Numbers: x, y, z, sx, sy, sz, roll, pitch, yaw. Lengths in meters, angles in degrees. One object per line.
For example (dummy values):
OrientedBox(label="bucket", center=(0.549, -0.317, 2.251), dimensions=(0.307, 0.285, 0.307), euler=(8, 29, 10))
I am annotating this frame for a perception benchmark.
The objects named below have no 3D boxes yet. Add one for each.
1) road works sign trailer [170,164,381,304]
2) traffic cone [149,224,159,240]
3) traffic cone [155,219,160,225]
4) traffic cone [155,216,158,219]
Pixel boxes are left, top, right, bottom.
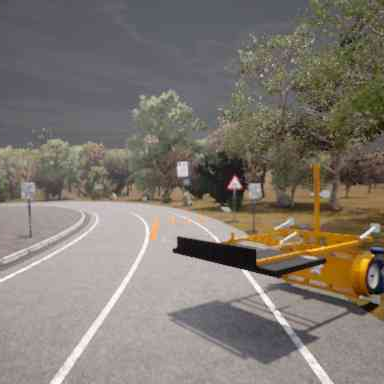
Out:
OrientedBox(label="road works sign trailer", center=(1.699, 0.844, 6.426), dimensions=(3.560, 2.880, 2.380), euler=(-1, 0, -38))
OrientedBox(label="traffic cone", center=(-1.836, 1.916, 15.505), dimensions=(0.340, 0.580, 0.340), euler=(-1, 1, -4))
OrientedBox(label="traffic cone", center=(-1.980, 1.879, 17.500), dimensions=(0.340, 0.580, 0.340), euler=(-1, 1, -4))
OrientedBox(label="traffic cone", center=(-2.127, 1.841, 19.493), dimensions=(0.340, 0.580, 0.340), euler=(-1, 1, -4))
